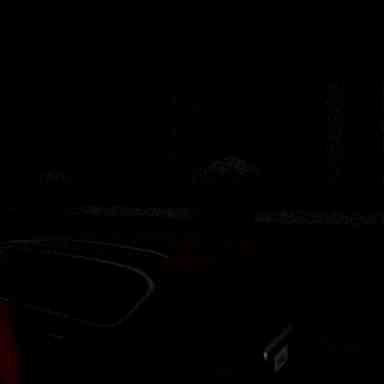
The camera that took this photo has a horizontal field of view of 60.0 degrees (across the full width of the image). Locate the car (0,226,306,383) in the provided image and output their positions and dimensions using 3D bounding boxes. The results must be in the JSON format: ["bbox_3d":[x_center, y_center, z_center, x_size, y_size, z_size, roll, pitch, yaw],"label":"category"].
[{"bbox_3d":[-1.279,1.348,3.877,5.009,1.841,2.192,-1,0,36],"label":"car"}]
